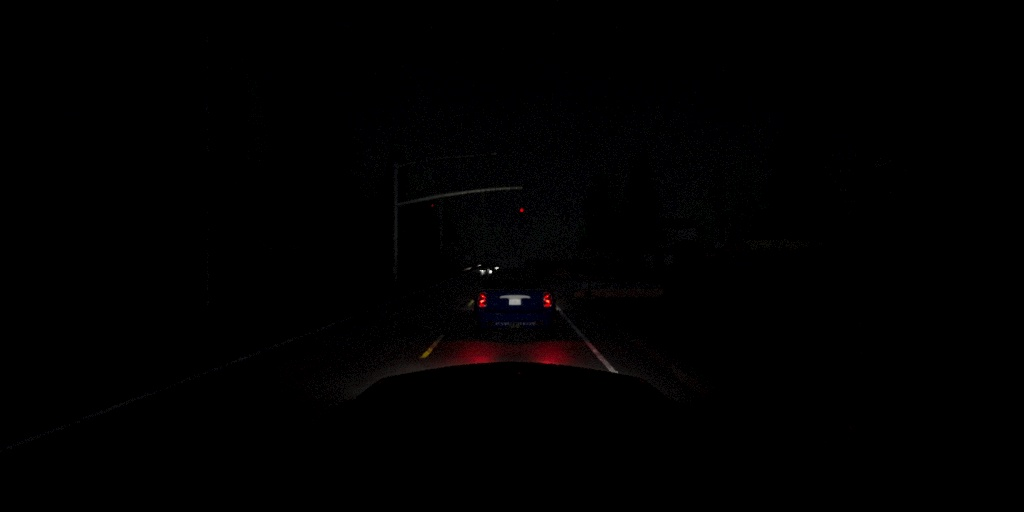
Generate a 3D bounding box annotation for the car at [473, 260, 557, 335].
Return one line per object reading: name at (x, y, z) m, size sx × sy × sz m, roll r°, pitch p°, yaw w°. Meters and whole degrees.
car at (0.079, 1.110, 10.721) m, size 2.097 × 1.767 × 4.553 m, roll 0°, pitch 0°, yaw 0°
